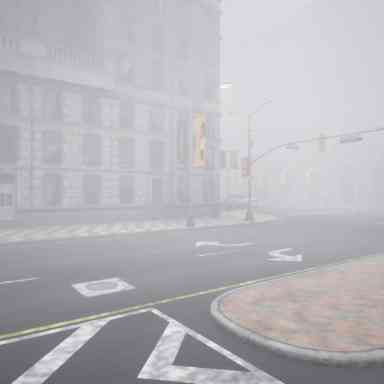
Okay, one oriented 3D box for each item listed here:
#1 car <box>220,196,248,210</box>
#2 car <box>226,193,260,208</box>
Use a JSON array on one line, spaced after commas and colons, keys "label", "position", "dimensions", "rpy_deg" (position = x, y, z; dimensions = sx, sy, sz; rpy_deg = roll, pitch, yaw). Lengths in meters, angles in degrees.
[{"label": "car", "position": [4.725, 1.564, 43.414], "dimensions": [1.994, 1.385, 4.181], "rpy_deg": [0, 0, -36]}, {"label": "car", "position": [6.897, 1.221, 46.378], "dimensions": [2.150, 2.045, 5.566], "rpy_deg": [0, 0, -37]}]
